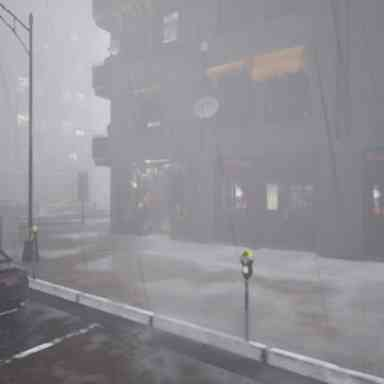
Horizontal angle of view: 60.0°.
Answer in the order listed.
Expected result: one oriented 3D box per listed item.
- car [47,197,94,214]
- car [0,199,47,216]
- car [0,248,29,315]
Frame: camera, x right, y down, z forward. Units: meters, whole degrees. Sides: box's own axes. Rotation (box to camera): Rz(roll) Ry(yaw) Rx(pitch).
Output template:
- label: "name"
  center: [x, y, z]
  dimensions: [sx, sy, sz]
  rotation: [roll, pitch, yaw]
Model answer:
- label: "car"
  center: [-11.249, 1.172, 30.781]
  dimensions: [1.752, 1.417, 4.829]
  rotation: [1, 1, 35]
- label: "car"
  center: [-14.349, 1.273, 26.362]
  dimensions: [2.008, 1.369, 4.403]
  rotation: [1, 1, 35]
- label: "car"
  center: [-4.827, 1.530, 6.333]
  dimensions: [4.403, 1.369, 2.008]
  rotation: [0, 0, 36]
